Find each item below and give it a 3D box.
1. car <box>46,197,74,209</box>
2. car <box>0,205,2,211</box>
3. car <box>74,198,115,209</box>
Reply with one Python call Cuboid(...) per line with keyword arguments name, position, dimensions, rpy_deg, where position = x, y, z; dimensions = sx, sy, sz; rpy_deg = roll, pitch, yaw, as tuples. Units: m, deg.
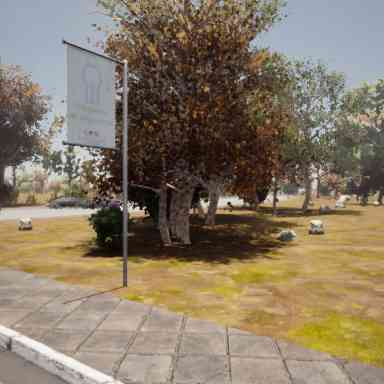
Cuboid(name="car", position=(-16.827, 1.473, 44.049), dimensions=(2.128, 1.511, 4.902), rpy_deg=(0, 0, 38))
Cuboid(name="car", position=(-21.596, 1.547, 32.420), dimensions=(2.033, 1.411, 5.357), rpy_deg=(0, 0, 39))
Cuboid(name="car", position=(-12.365, 1.523, 44.051), dimensions=(2.033, 1.411, 5.357), rpy_deg=(0, 0, 38))
